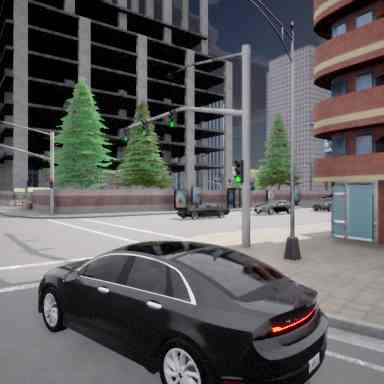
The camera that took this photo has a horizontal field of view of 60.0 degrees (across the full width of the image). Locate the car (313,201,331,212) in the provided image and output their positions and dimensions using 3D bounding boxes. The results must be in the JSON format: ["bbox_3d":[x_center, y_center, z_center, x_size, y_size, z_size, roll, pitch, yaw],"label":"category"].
[{"bbox_3d":[16.675,1.407,40.274,4.553,1.767,2.097,0,0,-35],"label":"car"}]

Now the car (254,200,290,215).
[{"bbox_3d":[8.582,1.547,34.515,4.902,1.511,2.128,0,0,-36],"label":"car"}]

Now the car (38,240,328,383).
[{"bbox_3d":[-0.562,1.505,5.030,4.892,1.490,1.837,0,0,41],"label":"car"}]

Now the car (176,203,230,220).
[{"bbox_3d":[0.994,1.656,29.092,4.718,1.301,1.895,0,0,-36],"label":"car"}]
